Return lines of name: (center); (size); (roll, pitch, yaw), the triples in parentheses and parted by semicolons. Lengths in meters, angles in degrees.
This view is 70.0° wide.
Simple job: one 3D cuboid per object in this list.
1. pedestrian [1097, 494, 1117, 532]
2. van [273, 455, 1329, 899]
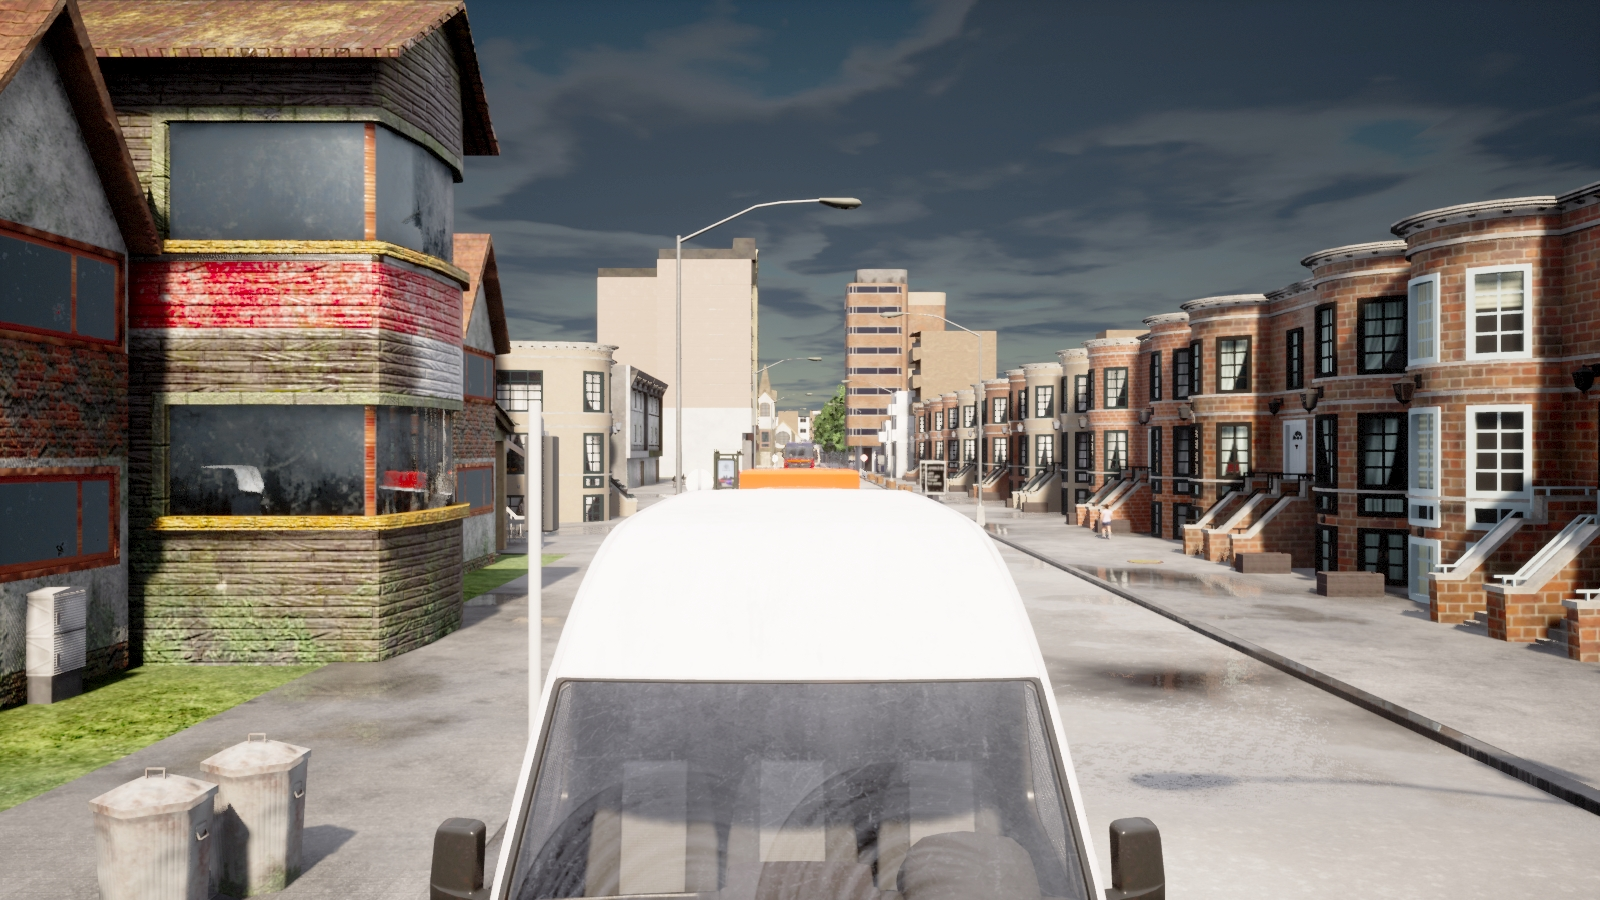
pedestrian: (9.299, 1.903, 34.606); (0.500, 1.100, 0.500); (0, 0, 4)
van: (-0.003, 1.314, 5.110); (1.988, 2.561, 5.915); (0, 0, 0)
